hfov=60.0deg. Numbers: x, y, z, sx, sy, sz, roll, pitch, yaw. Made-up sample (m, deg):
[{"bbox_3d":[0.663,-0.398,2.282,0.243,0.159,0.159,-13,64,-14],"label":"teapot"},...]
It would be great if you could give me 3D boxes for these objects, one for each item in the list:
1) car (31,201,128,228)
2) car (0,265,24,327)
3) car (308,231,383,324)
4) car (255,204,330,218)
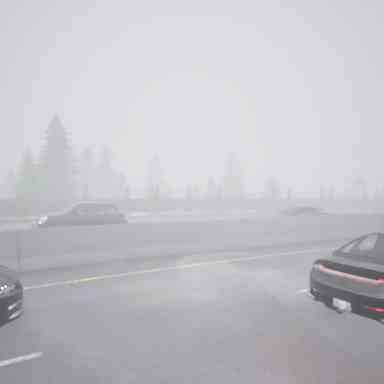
[{"bbox_3d":[-5.599,1.282,16.768,4.553,1.767,2.097,0,0,-32],"label":"car"},{"bbox_3d":[-4.959,1.455,4.364,4.902,1.511,2.128,0,0,-36],"label":"car"},{"bbox_3d":[4.355,1.493,6.267,4.902,1.511,2.128,0,0,-31],"label":"car"},{"bbox_3d":[5.784,1.496,19.098,4.892,1.490,1.837,0,0,-26],"label":"car"}]
